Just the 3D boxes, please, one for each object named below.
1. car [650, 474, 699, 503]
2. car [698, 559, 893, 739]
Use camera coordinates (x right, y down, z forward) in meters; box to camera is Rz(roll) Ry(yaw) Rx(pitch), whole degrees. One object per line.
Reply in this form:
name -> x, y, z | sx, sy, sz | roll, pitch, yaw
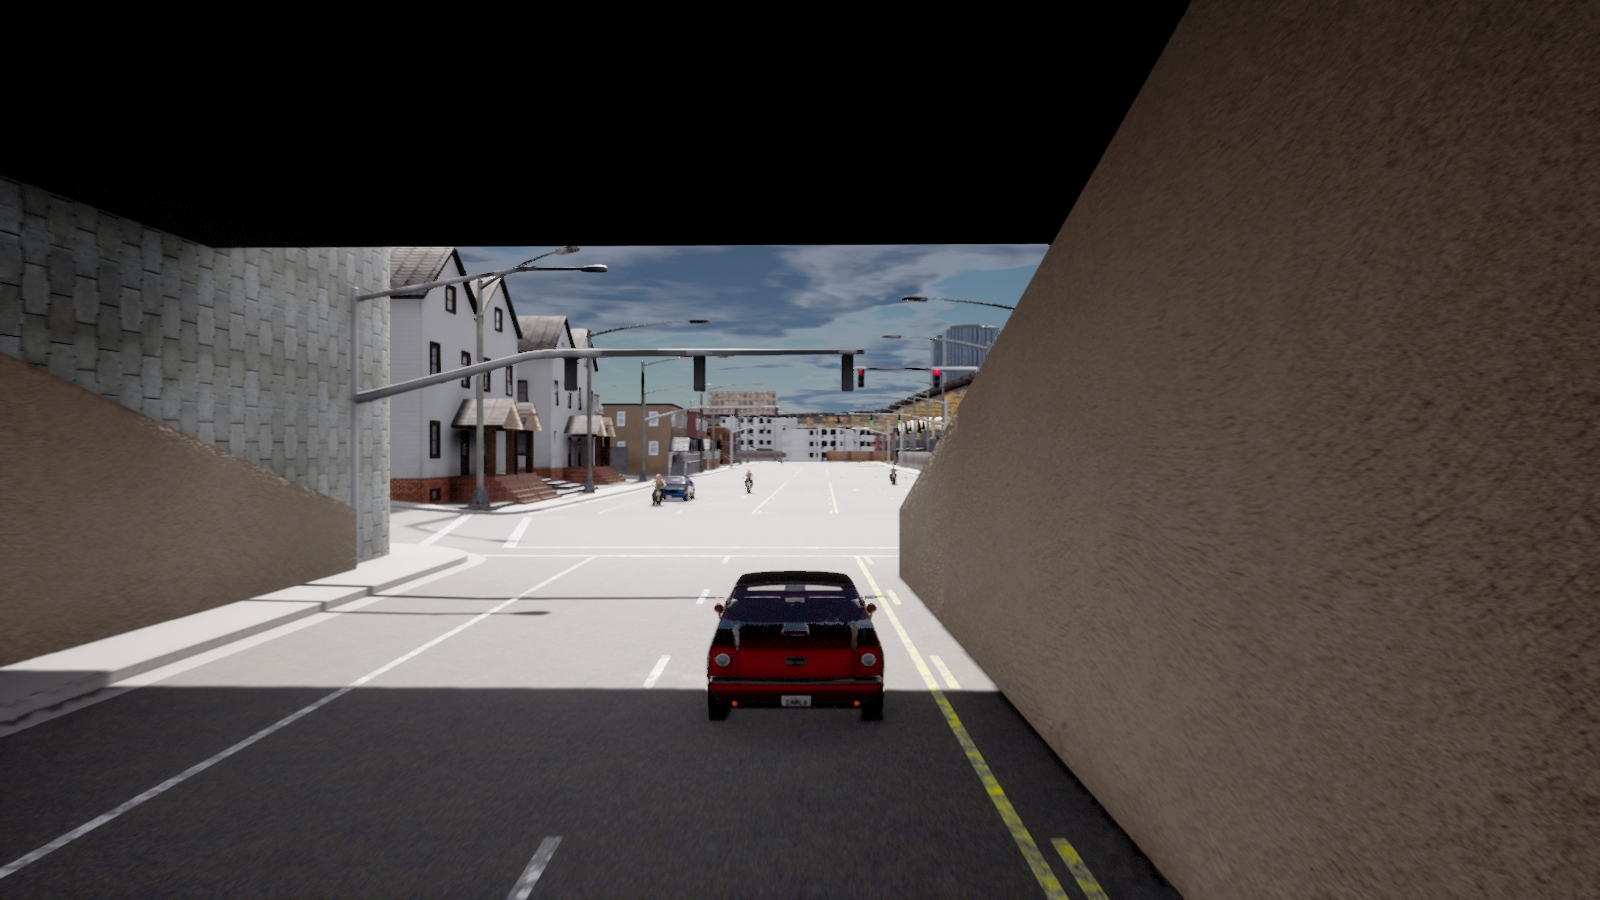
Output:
car -> -6.969, 2.106, 63.873 | 2.033, 1.411, 5.357 | 0, 0, 1
car -> -0.058, 2.155, 13.456 | 1.895, 1.301, 4.718 | 0, 0, 0
